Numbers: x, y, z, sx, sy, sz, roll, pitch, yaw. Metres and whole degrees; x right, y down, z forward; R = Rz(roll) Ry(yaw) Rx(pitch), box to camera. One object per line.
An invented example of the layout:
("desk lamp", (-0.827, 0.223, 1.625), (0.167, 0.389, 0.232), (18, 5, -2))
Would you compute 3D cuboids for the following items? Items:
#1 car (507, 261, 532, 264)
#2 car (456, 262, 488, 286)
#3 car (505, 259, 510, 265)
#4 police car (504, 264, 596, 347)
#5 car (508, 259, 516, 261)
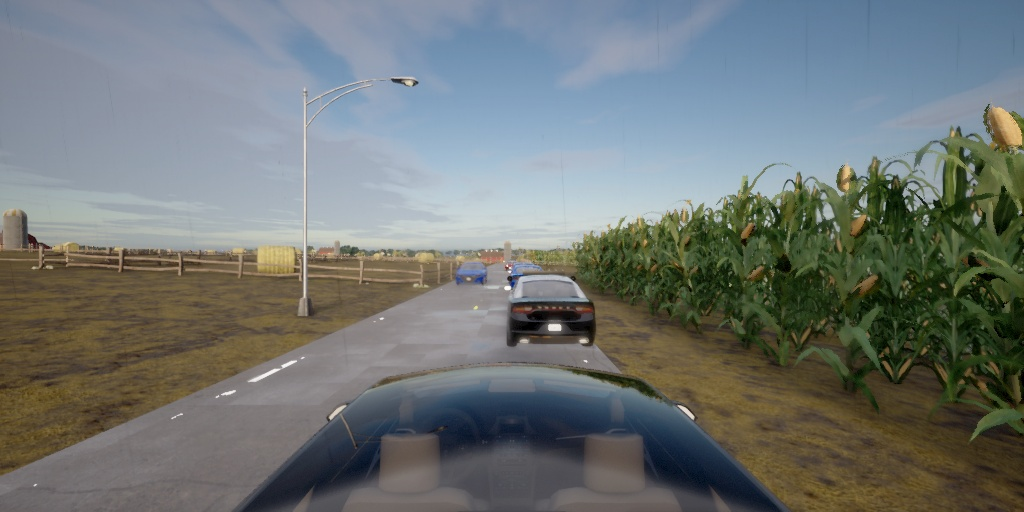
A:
("car", (0.819, 1.213, 19.373), (1.882, 1.535, 5.008), (0, 0, 0))
("car", (-2.758, 1.203, 25.382), (1.882, 1.535, 5.008), (0, 0, 0))
("car", (0.019, 1.294, 47.726), (1.895, 1.301, 4.718), (0, 0, 0))
("police car", (0.822, 1.171, 9.483), (1.930, 1.638, 5.238), (0, 0, 0))
("car", (0.813, 1.201, 25.373), (1.882, 1.535, 5.008), (0, 0, 0))
